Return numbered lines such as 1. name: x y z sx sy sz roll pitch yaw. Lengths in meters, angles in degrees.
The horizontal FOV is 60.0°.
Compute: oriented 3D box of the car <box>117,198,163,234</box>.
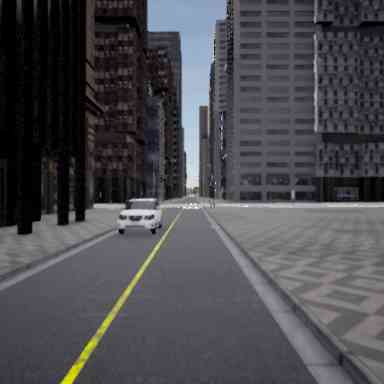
1. car: -3.089 1.411 20.800 2.150 2.045 5.566 0 -1 0
